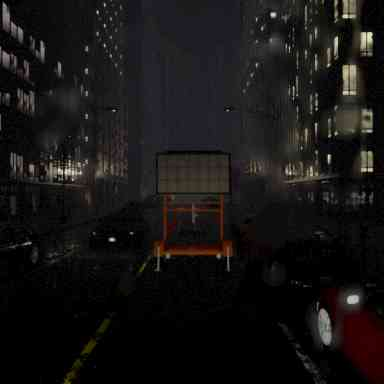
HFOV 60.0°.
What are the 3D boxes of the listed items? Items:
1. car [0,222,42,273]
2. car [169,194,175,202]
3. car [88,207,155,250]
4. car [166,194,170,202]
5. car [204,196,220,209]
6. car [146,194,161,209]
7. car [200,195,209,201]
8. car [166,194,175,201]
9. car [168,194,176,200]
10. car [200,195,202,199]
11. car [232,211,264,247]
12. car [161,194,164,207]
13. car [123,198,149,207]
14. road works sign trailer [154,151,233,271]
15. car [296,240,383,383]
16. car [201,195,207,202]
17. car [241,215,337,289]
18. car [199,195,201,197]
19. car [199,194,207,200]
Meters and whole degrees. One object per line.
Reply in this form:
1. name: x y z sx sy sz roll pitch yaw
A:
1. car: -5.648 1.550 8.987 2.008 1.369 4.403 0 0 0
2. car: -5.386 1.223 71.420 2.192 1.841 5.009 1 0 0
3. car: -2.943 1.561 14.212 1.994 1.385 4.181 0 0 0
4. car: -5.436 1.517 60.068 1.802 1.307 4.206 1 0 0
5. car: 2.874 1.532 42.996 1.947 1.339 4.313 0 0 0
6. car: -5.505 1.406 43.043 1.967 1.590 4.097 0 0 0
7. car: 3.039 1.442 82.718 1.947 1.339 4.313 1 0 0
8. car: -5.340 1.316 82.771 1.967 1.590 4.097 1 0 0
9. car: -5.318 1.385 88.277 1.752 1.417 4.829 1 0 0
10. car: 2.945 1.517 60.019 1.802 1.307 4.206 1 0 0
11. car: 2.757 1.522 14.791 1.752 1.417 4.829 0 0 0
12. car: -5.481 1.272 48.718 2.192 1.841 5.009 0 0 0
13. car: -5.553 1.526 31.690 1.887 1.381 4.507 0 0 0
14. road works sign trailer: 0.044 0.463 10.867 2.380 3.560 2.880 0 0 0
15. car: 2.709 1.545 3.271 1.887 1.381 4.507 0 0 0
16. car: 2.921 1.528 54.344 1.802 1.307 4.206 1 0 0
17. car: 2.732 1.550 8.945 2.008 1.369 4.403 0 0 0
18. car: 2.993 1.433 71.539 1.752 1.417 4.829 1 0 0
19. car: 3.087 1.386 94.068 1.887 1.381 4.507 1 0 0
